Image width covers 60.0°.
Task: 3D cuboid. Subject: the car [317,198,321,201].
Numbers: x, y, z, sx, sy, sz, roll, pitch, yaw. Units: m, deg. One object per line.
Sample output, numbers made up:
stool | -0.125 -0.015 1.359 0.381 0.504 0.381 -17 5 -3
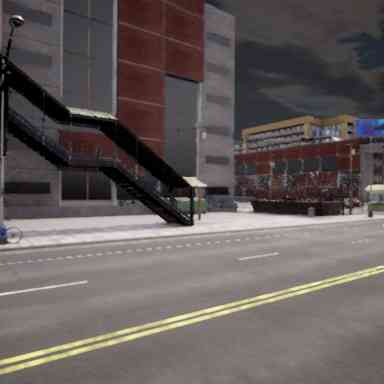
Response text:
car | 29.183 2.083 76.215 3.806 1.475 1.970 1 0 -36
